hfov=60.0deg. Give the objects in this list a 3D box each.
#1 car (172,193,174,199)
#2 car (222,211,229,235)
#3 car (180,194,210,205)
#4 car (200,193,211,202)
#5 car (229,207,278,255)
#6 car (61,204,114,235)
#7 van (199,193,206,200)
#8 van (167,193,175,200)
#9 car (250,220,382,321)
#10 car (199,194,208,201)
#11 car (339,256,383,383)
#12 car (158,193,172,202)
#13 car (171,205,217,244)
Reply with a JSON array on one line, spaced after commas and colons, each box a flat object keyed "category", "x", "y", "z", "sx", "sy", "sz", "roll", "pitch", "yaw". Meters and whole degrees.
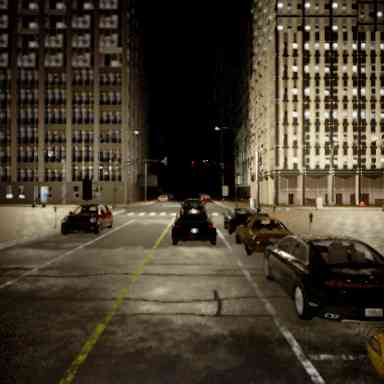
[{"category": "car", "x": -5.724, "y": 1.140, "z": 73.388, "sx": 2.192, "sy": 1.841, "sz": 5.009, "roll": 0, "pitch": 0, "yaw": 0}, {"category": "car", "x": 2.690, "y": 1.523, "z": 18.443, "sx": 2.008, "sy": 1.369, "sz": 4.403, "roll": 0, "pitch": 0, "yaw": 0}, {"category": "car", "x": 0.096, "y": 1.308, "z": 26.732, "sx": 2.097, "sy": 1.767, "sz": 4.553, "roll": 0, "pitch": 0, "yaw": 0}, {"category": "car", "x": 2.781, "y": 1.287, "z": 67.703, "sx": 1.967, "sy": 1.590, "sz": 4.097, "roll": 0, "pitch": 0, "yaw": 0}, {"category": "car", "x": 2.691, "y": 1.507, "z": 12.945, "sx": 1.752, "sy": 1.417, "sz": 4.829, "roll": 0, "pitch": 0, "yaw": 0}, {"category": "car", "x": -5.690, "y": 1.412, "z": 18.440, "sx": 1.967, "sy": 1.590, "sz": 4.097, "roll": 0, "pitch": 0, "yaw": 0}, {"category": "van", "x": 2.684, "y": 1.123, "z": 84.755, "sx": 1.690, "sy": 1.788, "sz": 3.998, "roll": 0, "pitch": 0, "yaw": 0}, {"category": "van", "x": -5.696, "y": 1.100, "z": 90.443, "sx": 1.690, "sy": 1.788, "sz": 3.998, "roll": 0, "pitch": 0, "yaw": 0}, {"category": "car", "x": 2.691, "y": 1.542, "z": 7.104, "sx": 2.008, "sy": 1.369, "sz": 4.403, "roll": 0, "pitch": 0, "yaw": 0}, {"category": "car", "x": 2.684, "y": 1.244, "z": 79.071, "sx": 1.967, "sy": 1.590, "sz": 4.097, "roll": 0, "pitch": 0, "yaw": 0}, {"category": "car", "x": 2.692, "y": 1.524, "z": 1.607, "sx": 1.752, "sy": 1.417, "sz": 4.829, "roll": 0, "pitch": 0, "yaw": 0}, {"category": "car", "x": -5.790, "y": 1.286, "z": 67.703, "sx": 1.967, "sy": 1.590, "sz": 4.097, "roll": 0, "pitch": 0, "yaw": 0}, {"category": "car", "x": 0.097, "y": 1.541, "z": 15.581, "sx": 1.994, "sy": 1.385, "sz": 4.181, "roll": 0, "pitch": 0, "yaw": 0}]
